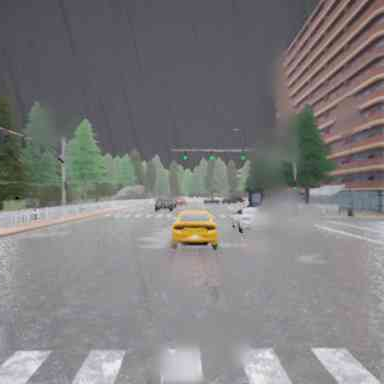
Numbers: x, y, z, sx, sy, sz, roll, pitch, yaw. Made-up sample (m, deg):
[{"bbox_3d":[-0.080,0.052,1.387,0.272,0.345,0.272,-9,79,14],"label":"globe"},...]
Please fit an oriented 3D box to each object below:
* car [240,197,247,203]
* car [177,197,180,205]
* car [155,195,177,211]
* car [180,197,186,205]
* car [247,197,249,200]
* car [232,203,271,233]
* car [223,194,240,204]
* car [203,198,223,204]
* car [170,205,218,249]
[{"bbox_3d":[10.187,1.621,80.768,2.150,2.045,5.566,0,0,44],"label":"car"},{"bbox_3d":[-3.484,1.614,53.290,2.097,1.767,4.553,0,0,0],"label":"car"},{"bbox_3d":[-3.571,1.436,43.650,2.150,2.045,5.566,0,0,0],"label":"car"},{"bbox_3d":[-2.598,1.662,63.236,2.097,1.767,4.553,0,0,12],"label":"car"},{"bbox_3d":[14.557,1.919,80.232,4.902,1.511,2.128,0,0,-43],"label":"car"},{"bbox_3d":[3.594,1.663,20.594,1.812,1.442,4.674,0,0,0],"label":"car"},{"bbox_3d":[8.135,1.853,72.065,1.837,1.490,4.892,0,0,30],"label":"car"},{"bbox_3d":[4.302,1.950,72.302,1.895,1.301,4.718,0,0,30],"label":"car"},{"bbox_3d":[0.106,1.579,15.236,1.882,1.535,5.008,0,0,0],"label":"car"}]
